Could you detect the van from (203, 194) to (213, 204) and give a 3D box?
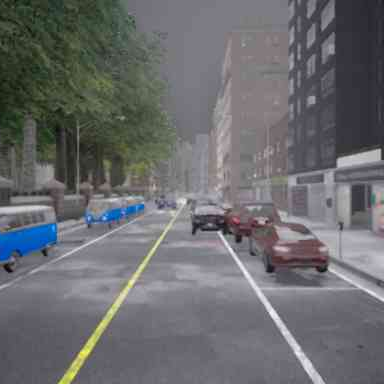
[{"bbox_3d":[2.849,1.310,61.360,1.690,1.788,3.998,0,0,0],"label":"van"}]

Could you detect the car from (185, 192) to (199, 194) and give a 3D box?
[{"bbox_3d":[-0.008,1.293,69.554,1.882,1.535,5.008,0,0,0],"label":"car"}]

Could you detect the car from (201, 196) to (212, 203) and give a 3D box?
[{"bbox_3d":[2.848,1.526,67.021,1.947,1.339,4.313,0,0,0],"label":"car"}]

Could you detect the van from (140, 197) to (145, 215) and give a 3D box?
[{"bbox_3d":[-5.674,1.340,33.029,1.690,1.788,3.998,0,0,0],"label":"van"}]

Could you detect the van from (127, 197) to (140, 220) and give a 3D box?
[{"bbox_3d":[-5.674,1.343,27.371,1.690,1.788,3.998,0,0,0],"label":"van"}]

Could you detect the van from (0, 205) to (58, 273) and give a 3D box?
[{"bbox_3d":[-5.672,1.345,10.398,1.690,1.788,3.998,0,0,0],"label":"van"}]

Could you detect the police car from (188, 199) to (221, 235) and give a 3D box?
[{"bbox_3d":[0.898,1.430,19.141,1.930,1.638,5.238,0,0,0],"label":"police car"}]

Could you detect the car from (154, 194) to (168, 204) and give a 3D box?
[{"bbox_3d":[-5.676,1.284,61.319,2.192,1.841,5.009,0,0,0],"label":"car"}]

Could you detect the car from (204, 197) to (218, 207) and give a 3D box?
[{"bbox_3d":[2.850,1.529,50.040,1.887,1.381,4.507,0,0,0],"label":"car"}]

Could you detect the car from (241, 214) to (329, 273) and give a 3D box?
[{"bbox_3d":[2.854,1.586,10.416,1.802,1.307,4.206,0,0,0],"label":"car"}]

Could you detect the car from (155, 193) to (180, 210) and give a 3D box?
[{"bbox_3d":[-3.089,1.215,42.352,2.150,2.045,5.566,0,0,0],"label":"car"}]

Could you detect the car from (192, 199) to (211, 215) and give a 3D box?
[{"bbox_3d":[0.896,1.503,35.030,1.837,1.490,4.892,0,0,0],"label":"car"}]

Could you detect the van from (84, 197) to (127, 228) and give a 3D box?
[{"bbox_3d":[-5.673,1.345,21.714,1.690,1.788,3.998,0,0,0],"label":"van"}]

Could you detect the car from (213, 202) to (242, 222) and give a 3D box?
[{"bbox_3d":[2.852,1.547,27.398,1.887,1.381,4.507,0,0,0],"label":"car"}]

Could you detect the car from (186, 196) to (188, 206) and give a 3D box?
[{"bbox_3d":[-0.006,1.483,54.447,1.837,1.490,4.892,0,0,0],"label":"car"}]

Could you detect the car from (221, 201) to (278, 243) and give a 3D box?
[{"bbox_3d":[2.852,1.320,16.077,2.192,1.841,5.009,0,0,0],"label":"car"}]

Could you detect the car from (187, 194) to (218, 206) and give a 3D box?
[{"bbox_3d":[0.876,1.353,29.000,2.097,1.767,4.553,0,0,0],"label":"car"}]
